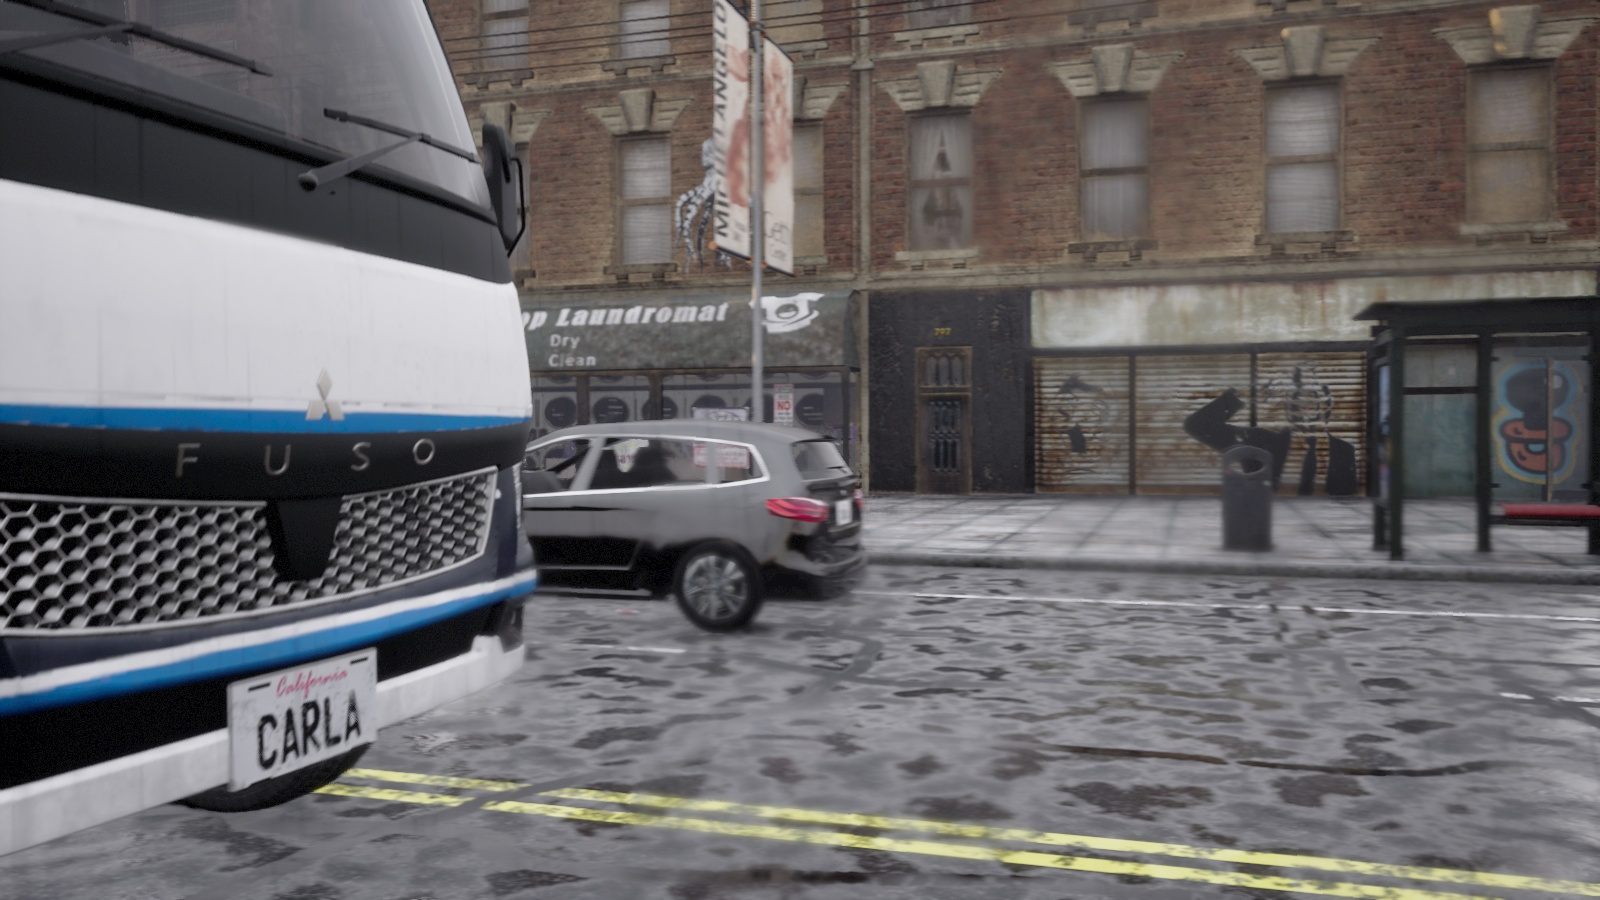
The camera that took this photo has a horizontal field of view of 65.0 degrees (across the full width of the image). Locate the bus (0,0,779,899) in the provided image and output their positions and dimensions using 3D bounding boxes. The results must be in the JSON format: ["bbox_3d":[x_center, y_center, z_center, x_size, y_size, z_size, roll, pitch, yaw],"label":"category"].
[{"bbox_3d":[-5.615,-0.646,5.047,10.273,4.253,3.944,-1,0,19],"label":"bus"}]

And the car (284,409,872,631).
[{"bbox_3d":[-1.874,0.491,11.130,4.611,1.667,2.242,0,1,17],"label":"car"}]
